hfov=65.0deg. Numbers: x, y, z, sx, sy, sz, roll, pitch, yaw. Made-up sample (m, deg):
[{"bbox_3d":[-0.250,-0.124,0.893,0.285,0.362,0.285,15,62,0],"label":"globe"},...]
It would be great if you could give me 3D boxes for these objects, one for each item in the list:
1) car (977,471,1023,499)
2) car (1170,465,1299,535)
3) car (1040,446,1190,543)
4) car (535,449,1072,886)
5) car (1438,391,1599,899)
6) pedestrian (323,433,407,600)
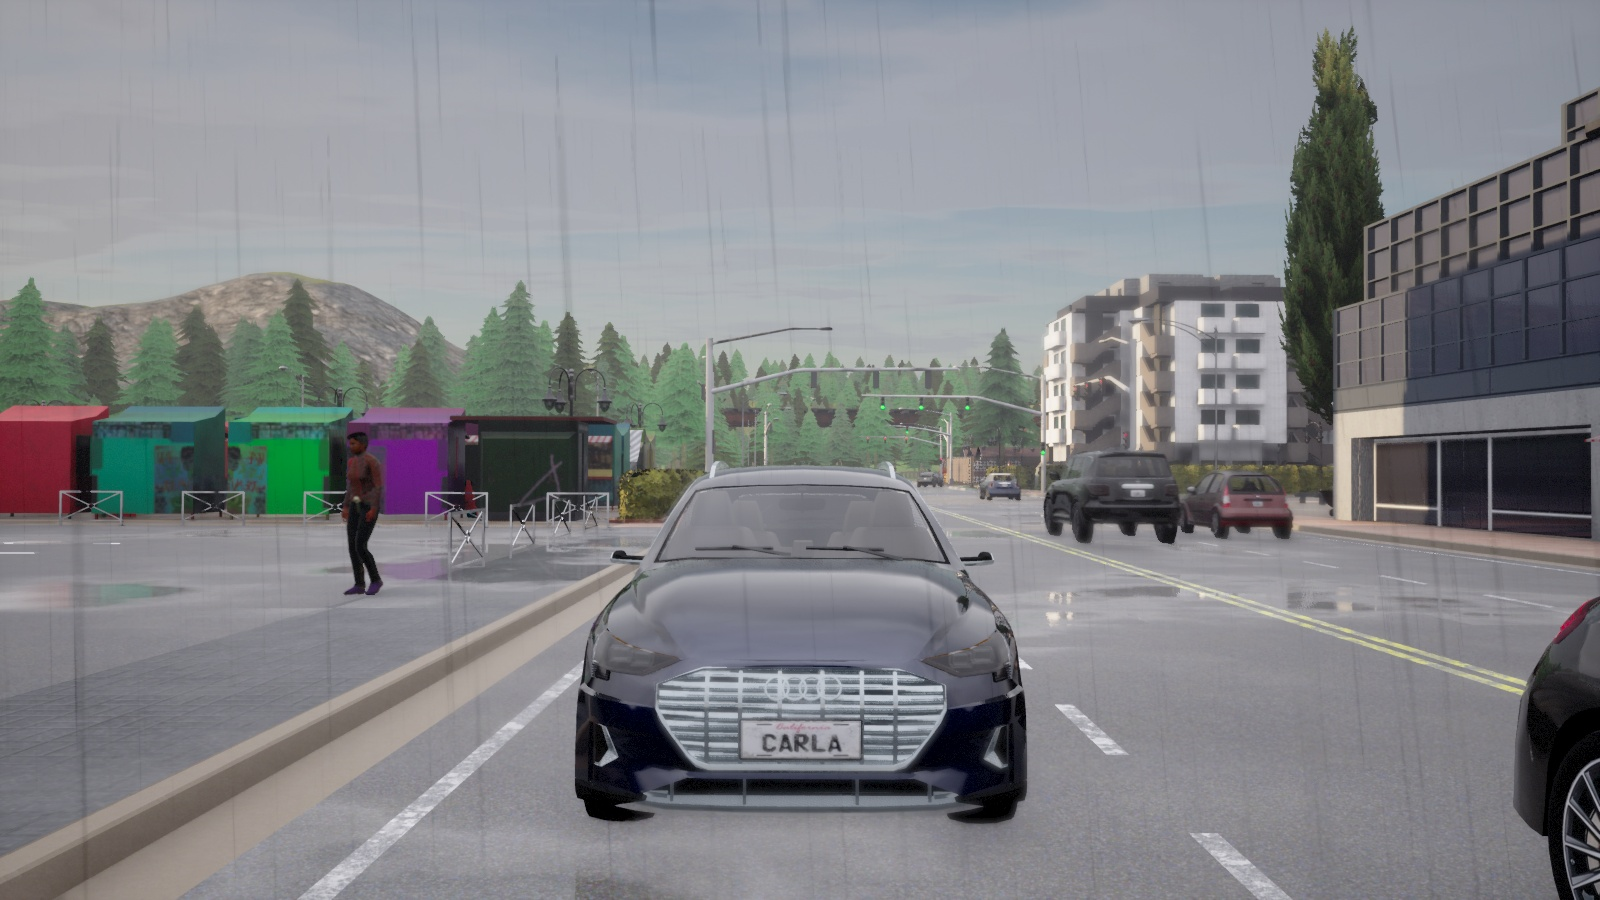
[{"bbox_3d":[11.024,1.899,69.425,1.970,1.475,3.806,0,-1,0],"label":"car"},{"bbox_3d":[10.714,1.194,31.270,1.851,1.617,3.988,0,-1,0],"label":"car"},{"bbox_3d":[7.198,0.997,29.365,2.150,2.045,5.566,0,-1,0],"label":"car"},{"bbox_3d":[0.019,0.865,7.197,2.033,1.649,4.856,0,-1,0],"label":"car"},{"bbox_3d":[3.494,0.617,2.241,2.152,1.651,5.027,0,-1,0],"label":"car"},{"bbox_3d":[-4.857,0.728,14.039,0.328,1.805,0.869,-1,-1,32],"label":"pedestrian"}]
